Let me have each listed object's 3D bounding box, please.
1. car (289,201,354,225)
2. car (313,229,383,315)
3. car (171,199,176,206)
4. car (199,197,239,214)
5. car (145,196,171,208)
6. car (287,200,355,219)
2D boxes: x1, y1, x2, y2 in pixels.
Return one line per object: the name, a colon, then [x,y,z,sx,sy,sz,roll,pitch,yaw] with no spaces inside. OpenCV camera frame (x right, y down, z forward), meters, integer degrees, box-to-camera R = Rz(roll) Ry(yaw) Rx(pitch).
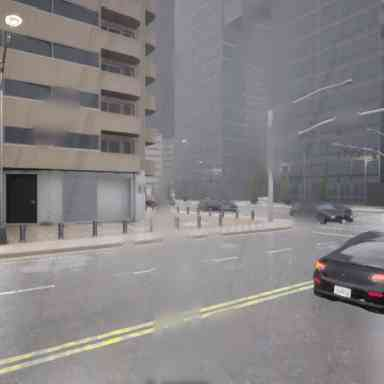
car: [9.188,1.510,24.187,2.033,1.411,5.357,0,0,-15]
car: [4.440,1.526,6.982,4.674,1.442,1.812,0,0,-35]
car: [-4.387,1.450,51.502,1.837,1.490,4.892,0,0,-35]
car: [3.022,1.509,34.936,1.994,1.385,4.181,0,0,-36]
car: [-5.345,1.422,46.769,1.882,1.535,5.008,0,0,-35]
car: [11.388,1.496,29.668,2.033,1.411,5.357,0,0,-39]
